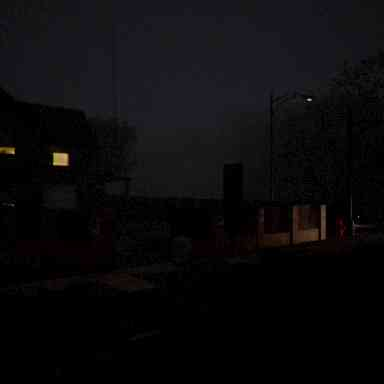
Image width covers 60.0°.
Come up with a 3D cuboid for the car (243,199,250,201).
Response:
[{"bbox_3d":[4.997,1.437,32.671,1.812,1.442,4.674,0,0,-36],"label":"car"}]

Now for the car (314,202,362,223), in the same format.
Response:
[{"bbox_3d":[10.335,1.472,25.245,1.812,1.442,4.674,0,0,-36],"label":"car"}]

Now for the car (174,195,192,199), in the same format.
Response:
[{"bbox_3d":[-0.786,1.223,40.709,2.097,1.767,4.553,0,0,-36],"label":"car"}]
